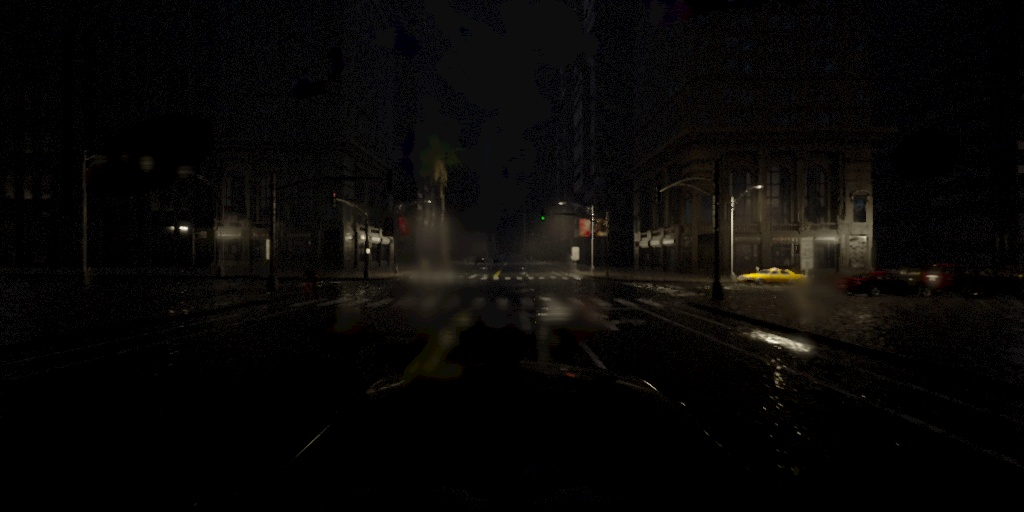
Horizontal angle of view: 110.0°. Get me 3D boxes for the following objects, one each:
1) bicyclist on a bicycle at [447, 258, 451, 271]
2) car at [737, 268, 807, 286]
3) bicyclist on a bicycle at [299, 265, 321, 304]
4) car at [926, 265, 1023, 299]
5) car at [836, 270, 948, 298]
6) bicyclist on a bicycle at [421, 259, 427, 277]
[{"bbox_3d":[-8.766,1.145,49.464,0.659,1.776,1.843,0,0,0],"label":"bicyclist on a bicycle"},{"bbox_3d":[20.573,1.617,28.468,4.829,1.417,1.751,0,0,0],"label":"car"},{"bbox_3d":[-8.754,1.216,15.560,0.582,1.620,1.656,0,0,0],"label":"bicyclist on a bicycle"},{"bbox_3d":[25.804,1.439,19.924,5.009,1.841,2.192,0,0,0],"label":"car"},{"bbox_3d":[20.716,1.600,19.939,4.507,1.381,1.888,0,0,0],"label":"car"},{"bbox_3d":[-8.761,1.143,35.586,0.659,1.776,1.843,0,0,0],"label":"bicyclist on a bicycle"}]
